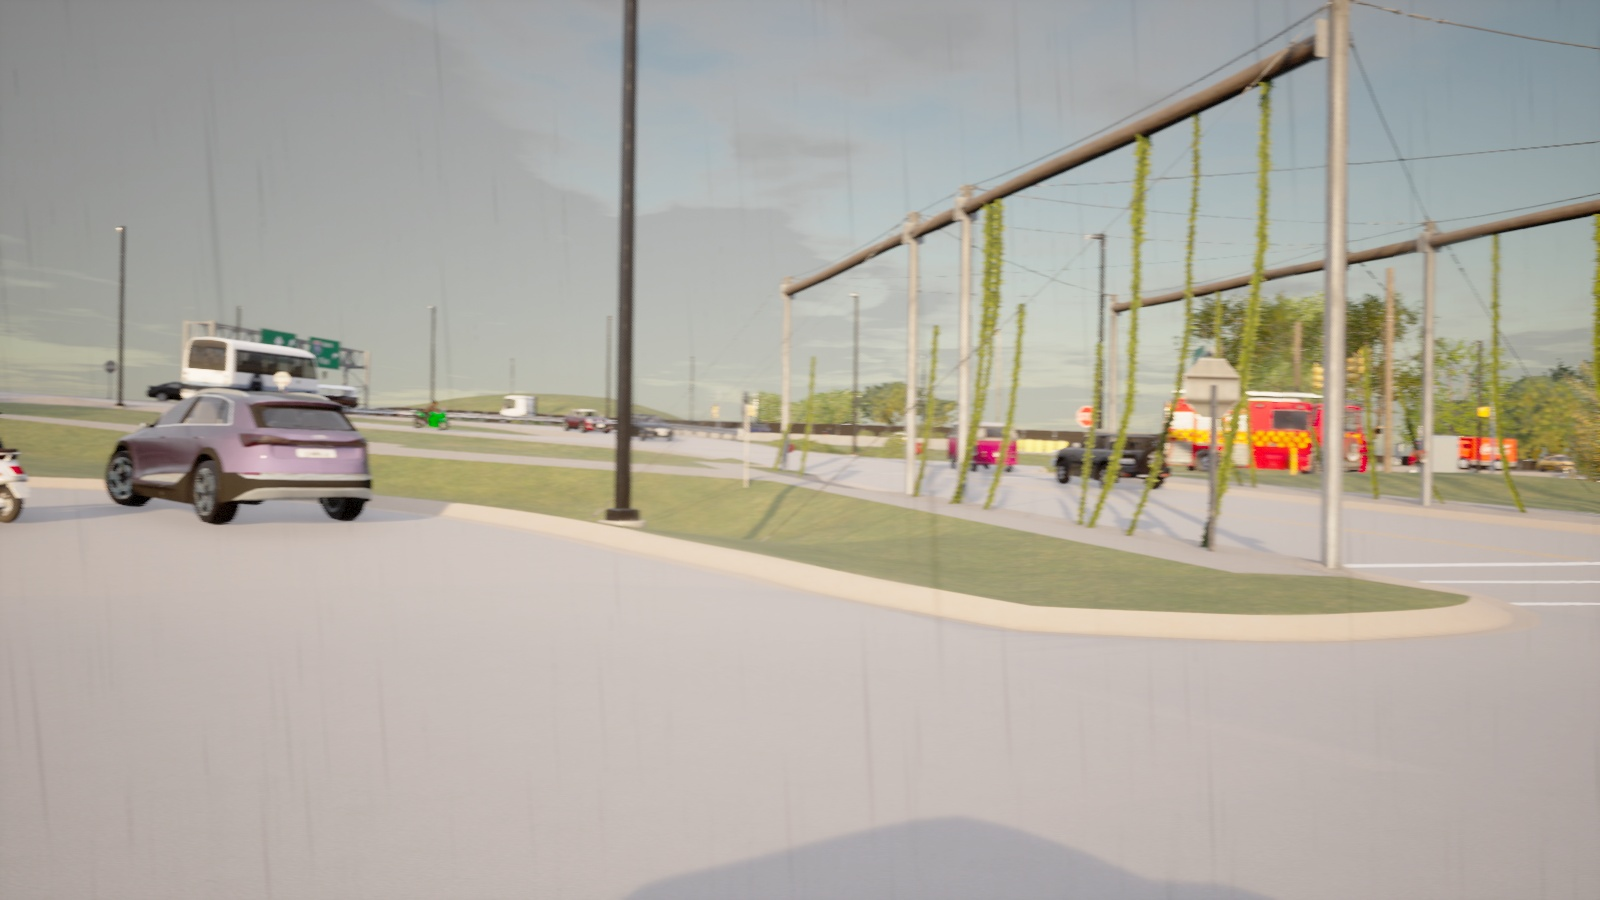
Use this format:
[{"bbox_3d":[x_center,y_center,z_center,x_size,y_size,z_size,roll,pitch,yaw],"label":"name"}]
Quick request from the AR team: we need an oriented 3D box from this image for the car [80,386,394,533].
[{"bbox_3d":[-7.546,0.042,16.572,4.856,1.649,2.033,3,1,43],"label":"car"}]

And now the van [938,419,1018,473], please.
[{"bbox_3d":[7.109,-0.203,50.605,1.775,1.987,4.442,1,2,-11],"label":"van"}]

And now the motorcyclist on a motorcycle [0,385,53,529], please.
[{"bbox_3d":[-9.564,0.045,14.275,1.817,1.590,0.866,2,1,19],"label":"motorcyclist on a motorcycle"}]

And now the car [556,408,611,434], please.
[{"bbox_3d":[-13.901,-1.854,80.486,1.970,1.475,3.806,1,3,-36],"label":"car"}]

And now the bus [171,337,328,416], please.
[{"bbox_3d":[-35.292,-4.604,81.188,3.944,4.253,10.273,5,1,10],"label":"bus"}]

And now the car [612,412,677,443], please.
[{"bbox_3d":[-8.968,-1.309,72.045,2.128,1.511,4.902,1,3,-27],"label":"car"}]

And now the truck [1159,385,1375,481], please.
[{"bbox_3d":[20.612,-0.764,55.935,8.468,3.827,2.891,2,0,9],"label":"truck"}]

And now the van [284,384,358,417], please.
[{"bbox_3d":[-34.740,-3.597,91.101,4.480,2.038,2.069,4,0,-38],"label":"van"}]

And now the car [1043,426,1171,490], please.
[{"bbox_3d":[9.783,0.214,40.421,1.932,1.855,4.605,1,2,-16],"label":"car"}]

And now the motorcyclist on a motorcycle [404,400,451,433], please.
[{"bbox_3d":[-19.081,-1.704,64.312,2.044,1.523,0.797,5,1,11],"label":"motorcyclist on a motorcycle"}]

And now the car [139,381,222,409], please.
[{"bbox_3d":[-43.431,-3.864,88.118,5.008,1.535,1.882,3,-1,-21],"label":"car"}]
